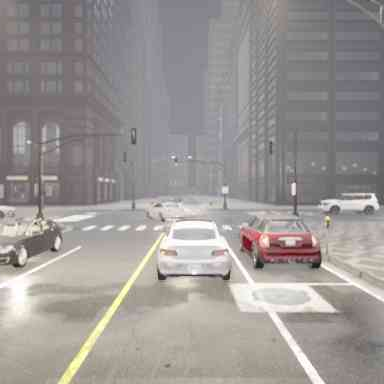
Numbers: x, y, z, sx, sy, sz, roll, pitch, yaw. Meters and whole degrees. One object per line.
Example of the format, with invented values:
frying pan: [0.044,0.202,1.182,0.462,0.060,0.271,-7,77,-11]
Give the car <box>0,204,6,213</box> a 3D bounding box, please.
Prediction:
car: [-17.718,1.533,25.917,5.008,1.535,1.882,0,0,-2]

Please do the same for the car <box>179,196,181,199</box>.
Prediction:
car: [-3.244,1.499,56.593,1.837,1.490,4.892,0,0,0]

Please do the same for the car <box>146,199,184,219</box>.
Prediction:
car: [-2.147,1.537,26.558,1.812,1.442,4.674,0,0,-27]

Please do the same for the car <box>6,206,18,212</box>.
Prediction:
car: [-17.736,1.563,29.170,4.674,1.442,1.812,0,0,2]

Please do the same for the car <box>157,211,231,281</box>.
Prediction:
car: [0.055,1.520,9.700,1.812,1.442,4.674,0,0,0]

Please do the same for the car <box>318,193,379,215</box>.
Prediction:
car: [15.390,1.157,32.797,5.566,2.045,2.150,0,0,0]

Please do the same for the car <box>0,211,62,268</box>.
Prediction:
car: [-5.800,1.545,11.121,2.008,1.369,4.403,0,0,0]

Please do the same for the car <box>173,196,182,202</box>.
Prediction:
car: [-3.317,1.563,76.333,1.994,1.385,4.181,0,0,0]

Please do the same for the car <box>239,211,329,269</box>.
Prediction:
car: [2.724,1.434,11.148,1.967,1.590,4.097,0,0,0]

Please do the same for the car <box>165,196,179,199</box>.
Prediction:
car: [-3.191,1.517,47.419,1.812,1.442,4.674,0,0,-1]
